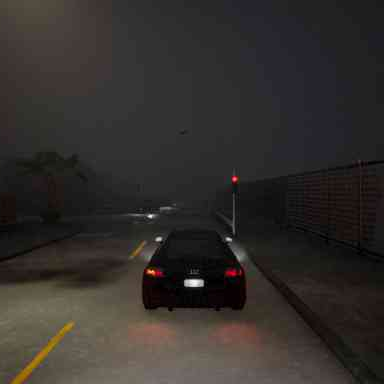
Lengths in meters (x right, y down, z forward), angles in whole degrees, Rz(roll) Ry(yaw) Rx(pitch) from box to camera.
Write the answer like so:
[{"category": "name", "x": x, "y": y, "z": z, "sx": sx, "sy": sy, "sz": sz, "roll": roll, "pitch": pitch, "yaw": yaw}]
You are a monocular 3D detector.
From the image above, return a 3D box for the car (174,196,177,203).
[{"category": "car", "x": -4.166, "y": 1.477, "z": 68.665, "sx": 1.882, "sy": 1.535, "sz": 5.008, "roll": 0, "pitch": 0, "yaw": 0}]

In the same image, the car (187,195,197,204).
[{"category": "car", "x": -0.068, "y": 1.525, "z": 65.720, "sx": 1.812, "sy": 1.442, "sz": 4.674, "roll": 0, "pitch": 0, "yaw": 0}]

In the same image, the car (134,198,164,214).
[{"category": "car", "x": -4.758, "y": 1.506, "z": 35.823, "sx": 1.837, "sy": 1.490, "sz": 4.892, "roll": 0, "pitch": 0, "yaw": 9}]

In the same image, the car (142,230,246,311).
[{"category": "car", "x": 0.045, "y": 1.564, "z": 7.827, "sx": 1.994, "sy": 1.385, "sz": 4.181, "roll": 0, "pitch": 0, "yaw": 0}]

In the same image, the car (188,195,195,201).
[{"category": "car", "x": -0.205, "y": 1.524, "z": 85.797, "sx": 1.812, "sy": 1.442, "sz": 4.674, "roll": 0, "pitch": 0, "yaw": 0}]

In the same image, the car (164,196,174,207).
[{"category": "car", "x": -4.212, "y": 1.563, "z": 49.909, "sx": 1.994, "sy": 1.385, "sz": 4.181, "roll": 0, "pitch": 0, "yaw": 0}]
